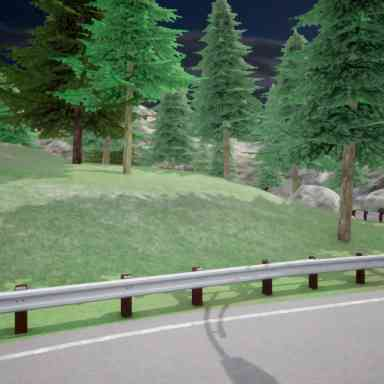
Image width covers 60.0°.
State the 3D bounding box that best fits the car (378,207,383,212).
[{"bbox_3d":[16.658,1.562,24.983,2.033,1.411,5.357,0,0,-18],"label":"car"}]
